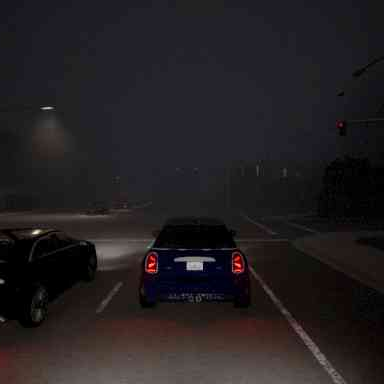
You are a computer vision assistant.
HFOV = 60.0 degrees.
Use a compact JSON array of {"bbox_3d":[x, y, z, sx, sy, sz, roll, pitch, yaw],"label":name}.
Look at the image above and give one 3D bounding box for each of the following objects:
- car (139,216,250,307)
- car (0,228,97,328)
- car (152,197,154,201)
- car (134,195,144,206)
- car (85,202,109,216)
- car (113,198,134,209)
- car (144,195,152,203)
[{"bbox_3d":[0.058,1.364,8.133,2.097,1.767,4.553,0,0,0],"label":"car"},{"bbox_3d":[-3.447,1.503,6.993,2.128,1.511,4.902,0,0,0],"label":"car"},{"bbox_3d":[-10.655,1.636,82.477,2.128,1.511,4.902,0,0,0],"label":"car"},{"bbox_3d":[-10.677,1.827,62.082,1.882,1.535,5.008,0,0,0],"label":"car"},{"bbox_3d":[-10.459,1.803,36.887,1.812,1.442,4.674,0,-1,-4],"label":"car"},{"bbox_3d":[-10.691,1.739,51.155,2.097,1.767,4.553,0,0,0],"label":"car"},{"bbox_3d":[-10.635,1.563,72.345,2.097,1.767,4.553,0,1,0],"label":"car"}]
